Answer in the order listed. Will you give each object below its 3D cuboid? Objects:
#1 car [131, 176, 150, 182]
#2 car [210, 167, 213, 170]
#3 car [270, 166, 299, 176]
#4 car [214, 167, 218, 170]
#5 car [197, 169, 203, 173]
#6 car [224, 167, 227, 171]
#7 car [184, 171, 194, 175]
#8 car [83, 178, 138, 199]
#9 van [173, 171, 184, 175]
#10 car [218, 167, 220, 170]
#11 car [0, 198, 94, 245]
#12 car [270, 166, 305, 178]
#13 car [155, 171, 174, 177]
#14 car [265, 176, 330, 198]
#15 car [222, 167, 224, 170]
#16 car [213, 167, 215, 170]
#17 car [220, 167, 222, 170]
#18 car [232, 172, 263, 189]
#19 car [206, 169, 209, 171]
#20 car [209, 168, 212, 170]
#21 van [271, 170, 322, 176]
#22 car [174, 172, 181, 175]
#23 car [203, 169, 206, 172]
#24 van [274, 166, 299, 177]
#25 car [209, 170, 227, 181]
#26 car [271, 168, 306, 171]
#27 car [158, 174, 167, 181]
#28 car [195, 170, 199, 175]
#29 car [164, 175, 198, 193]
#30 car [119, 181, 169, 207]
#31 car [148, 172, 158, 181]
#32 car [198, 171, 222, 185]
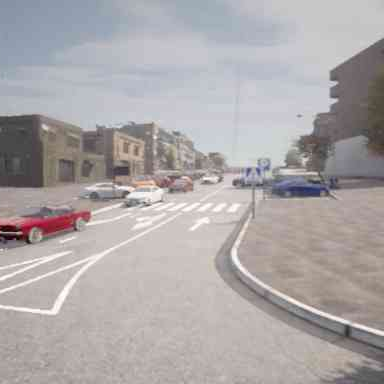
[{"bbox_3d":[-6.960,-0.448,33.690,4.792,1.488,2.163,-3,5,-7],"label":"car"},{"bbox_3d":[1.493,-4.051,70.792,4.553,1.767,2.185,-3,5,-7],"label":"car"},{"bbox_3d":[20.104,-4.666,72.152,5.566,2.045,2.435,-1,5,-7],"label":"car"},{"bbox_3d":[2.826,-4.563,76.482,4.553,1.767,2.185,-3,5,-7],"label":"car"},{"bbox_3d":[-1.179,-2.868,59.414,5.008,1.535,2.097,-3,5,-7],"label":"car"},{"bbox_3d":[5.457,-5.639,87.851,5.566,2.045,2.435,-2,4,-6],"label":"car"},{"bbox_3d":[-2.941,-2.084,50.883,5.366,1.575,1.946,-3,5,-7],"label":"car"},{"bbox_3d":[-7.628,-0.169,30.817,4.674,1.452,2.002,-3,5,-7],"label":"car"},{"bbox_3d":[-3.897,-2.026,47.973,4.442,1.987,1.878,-3,5,-7],"label":"van"},{"bbox_3d":[3.476,-4.686,79.340,5.008,1.535,2.097,-2,5,-7],"label":"car"},{"bbox_3d":[-6.263,1.215,13.955,1.895,1.301,4.718,0,3,14],"label":"car"},{"bbox_3d":[17.390,-3.597,60.531,5.566,2.045,2.435,-1,5,-7],"label":"car"},{"bbox_3d":[-5.037,-1.401,42.272,4.553,1.767,2.185,-3,5,-7],"label":"car"},{"bbox_3d":[9.277,-0.349,28.640,5.008,1.535,2.097,-1,5,-5],"label":"car"},{"bbox_3d":[4.633,-5.158,85.012,5.366,1.575,1.946,-2,5,-6],"label":"car"},{"bbox_3d":[2.130,-4.145,73.659,4.674,1.452,2.002,-3,4,-7],"label":"car"},{"bbox_3d":[4.136,-4.925,82.187,5.008,1.535,2.097,-2,4,-6],"label":"car"},{"bbox_3d":[7.018,-1.161,38.364,4.892,1.490,1.837,0,6,24],"label":"car"},{"bbox_3d":[0.151,-3.397,65.105,4.892,1.521,2.231,-3,5,-7],"label":"car"},{"bbox_3d":[0.810,-3.663,67.955,5.008,1.535,2.097,-3,5,-7],"label":"car"},{"bbox_3d":[10.147,-0.847,31.521,4.442,1.987,1.878,-1,5,-5],"label":"van"},{"bbox_3d":[-4.425,-1.541,45.151,5.008,1.535,2.097,-3,5,-7],"label":"car"},{"bbox_3d":[-0.510,-3.132,62.260,4.892,1.521,2.231,-3,5,-7],"label":"car"},{"bbox_3d":[18.834,-4.115,66.356,4.442,1.987,1.878,-1,5,-7],"label":"van"},{"bbox_3d":[3.803,-2.227,52.388,1.994,1.385,4.181,0,5,13],"label":"car"},{"bbox_3d":[10.753,-1.141,34.388,5.566,2.045,2.435,-1,6,-5],"label":"car"},{"bbox_3d":[-5.735,-0.977,39.412,4.792,1.488,2.163,-3,5,-7],"label":"car"},{"bbox_3d":[-1.795,-2.574,56.567,4.792,1.488,2.163,-3,5,-7],"label":"car"},{"bbox_3d":[-1.075,-0.735,35.810,1.812,1.442,4.674,0,5,15],"label":"car"},{"bbox_3d":[-3.561,0.226,25.521,1.812,1.442,4.674,0,5,13],"label":"car"},{"bbox_3d":[-6.322,-0.868,36.538,4.553,1.767,2.185,-3,5,-7],"label":"car"},{"bbox_3d":[2.558,-1.846,47.512,1.812,1.442,4.674,0,5,15],"label":"car"}]
